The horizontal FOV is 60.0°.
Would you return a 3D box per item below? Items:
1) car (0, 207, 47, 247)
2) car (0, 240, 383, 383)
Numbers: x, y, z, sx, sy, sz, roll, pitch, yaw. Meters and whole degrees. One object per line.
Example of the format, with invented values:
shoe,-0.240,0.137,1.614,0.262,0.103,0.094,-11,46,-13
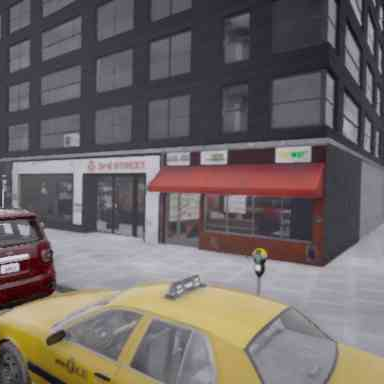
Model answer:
car,-4.686,1.197,6.419,5.009,1.841,2.192,1,1,36
car,-0.280,1.493,3.276,4.829,1.417,1.752,1,1,36
